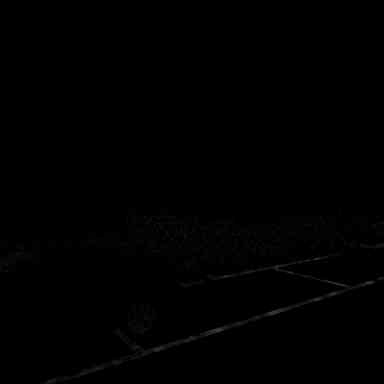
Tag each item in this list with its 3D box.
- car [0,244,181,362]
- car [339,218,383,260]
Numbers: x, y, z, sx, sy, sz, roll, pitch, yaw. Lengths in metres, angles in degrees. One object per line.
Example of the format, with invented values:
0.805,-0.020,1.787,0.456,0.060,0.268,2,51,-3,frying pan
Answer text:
-2.297,1.542,5.006,4.507,1.381,1.887,0,0,-35,car
6.823,1.581,11.512,4.206,1.307,1.802,0,0,-35,car
